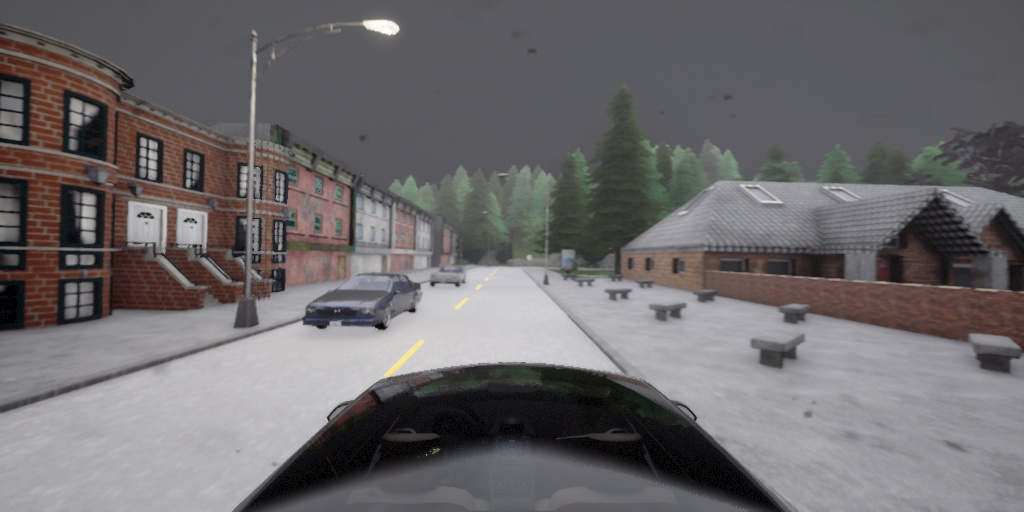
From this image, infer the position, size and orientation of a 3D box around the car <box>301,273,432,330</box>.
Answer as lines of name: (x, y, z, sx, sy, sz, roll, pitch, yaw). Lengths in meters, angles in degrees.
car: (-4.189, 1.233, 11.165, 2.033, 1.411, 5.357, 1, 0, 0)

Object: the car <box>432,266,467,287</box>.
car: (-4.256, 1.331, 24.457, 1.895, 1.301, 4.718, 1, 0, 0)
